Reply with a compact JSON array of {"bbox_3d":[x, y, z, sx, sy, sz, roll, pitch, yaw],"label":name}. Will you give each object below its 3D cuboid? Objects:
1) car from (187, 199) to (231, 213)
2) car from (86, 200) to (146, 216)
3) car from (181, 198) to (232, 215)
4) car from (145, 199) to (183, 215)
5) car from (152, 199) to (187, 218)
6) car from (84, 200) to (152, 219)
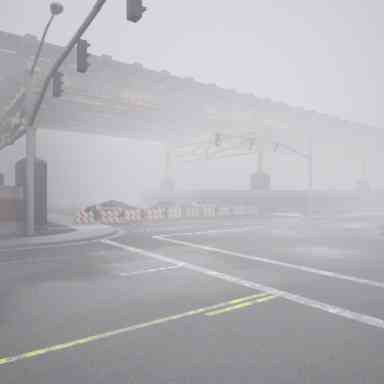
[{"bbox_3d":[1.400,1.295,34.029,4.536,1.218,1.853,0,0,-7],"label":"car"},{"bbox_3d":[-6.261,1.295,27.605,4.536,1.218,1.853,0,0,8],"label":"car"},{"bbox_3d":[1.452,1.453,34.036,4.974,1.542,2.038,0,0,-7],"label":"car"},{"bbox_3d":[-2.446,1.295,30.329,1.853,1.218,4.536,0,0,18],"label":"car"},{"bbox_3d":[-2.462,1.453,30.280,2.038,1.542,4.974,0,0,18],"label":"car"},{"bbox_3d":[-6.209,1.453,27.598,4.974,1.542,2.038,0,0,8],"label":"car"}]
